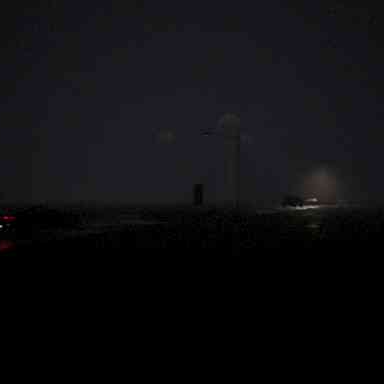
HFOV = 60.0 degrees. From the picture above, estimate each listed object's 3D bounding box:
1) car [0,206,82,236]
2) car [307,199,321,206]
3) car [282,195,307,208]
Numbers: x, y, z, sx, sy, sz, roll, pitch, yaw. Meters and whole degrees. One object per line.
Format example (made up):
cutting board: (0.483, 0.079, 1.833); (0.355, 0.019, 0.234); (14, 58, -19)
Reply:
car: (-8.574, 1.543, 19.106); (2.128, 1.511, 4.902); (0, 0, 28)
car: (23.479, 1.960, 64.495); (1.895, 1.301, 4.718); (1, 0, 35)
car: (16.692, 1.504, 54.954); (2.150, 2.045, 5.566); (1, 0, 35)
